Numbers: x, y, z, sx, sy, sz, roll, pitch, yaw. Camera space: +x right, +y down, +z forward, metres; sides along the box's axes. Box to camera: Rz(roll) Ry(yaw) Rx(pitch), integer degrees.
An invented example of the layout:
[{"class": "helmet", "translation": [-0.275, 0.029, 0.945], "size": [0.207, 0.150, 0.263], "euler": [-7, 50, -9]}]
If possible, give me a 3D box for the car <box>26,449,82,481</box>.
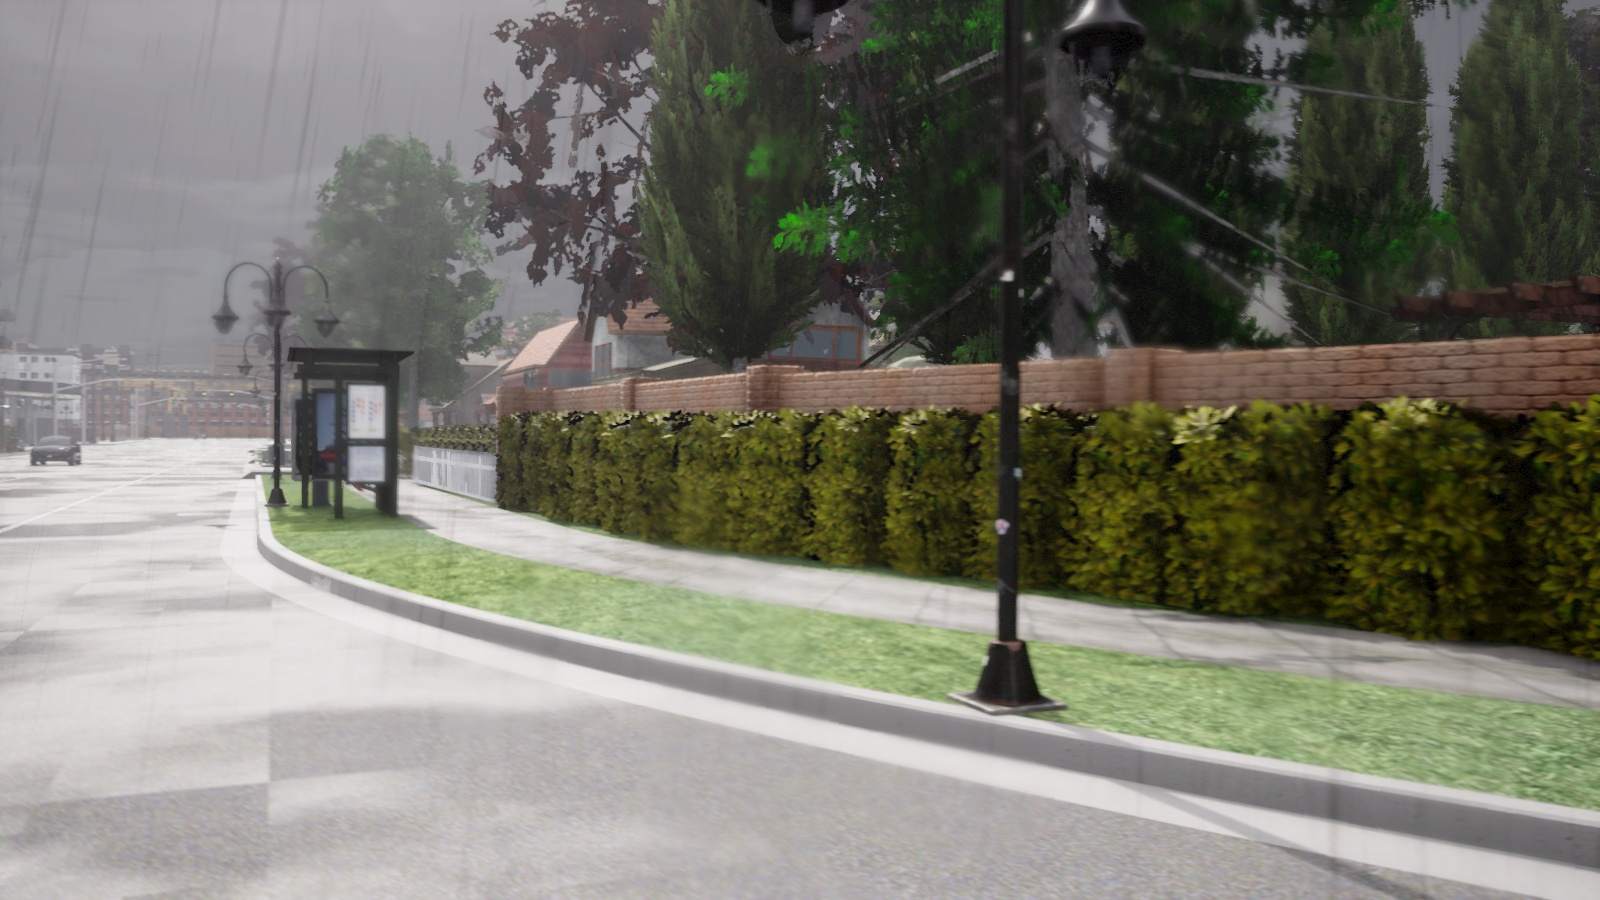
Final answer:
[{"class": "car", "translation": [-37.721, 0.720, 63.615], "size": [1.837, 1.490, 4.892], "euler": [-1, 1, -24]}]
